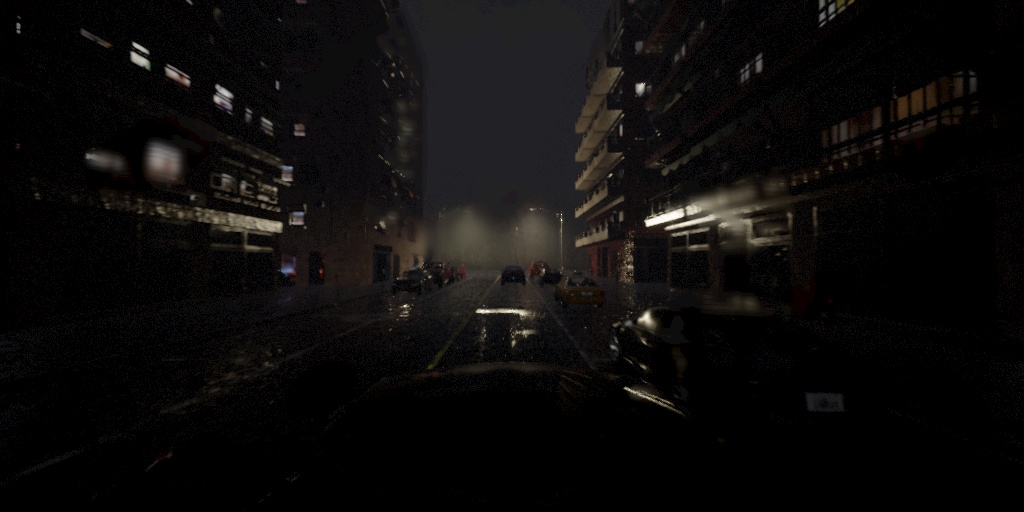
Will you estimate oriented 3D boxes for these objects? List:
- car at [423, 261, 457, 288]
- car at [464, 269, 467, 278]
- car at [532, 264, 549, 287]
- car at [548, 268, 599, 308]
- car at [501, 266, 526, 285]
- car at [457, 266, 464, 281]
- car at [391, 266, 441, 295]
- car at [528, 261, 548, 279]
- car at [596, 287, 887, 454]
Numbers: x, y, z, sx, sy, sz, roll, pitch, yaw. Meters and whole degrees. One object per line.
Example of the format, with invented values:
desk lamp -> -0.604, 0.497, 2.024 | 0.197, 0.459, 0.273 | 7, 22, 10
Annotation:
car -> -5.810, 1.329, 26.913 | 2.192, 1.841, 5.009 | 0, 0, 0
car -> -5.806, 1.714, 38.049 | 1.802, 1.307, 4.207 | 0, 0, 0
car -> 2.838, 1.564, 26.877 | 2.007, 1.370, 4.403 | 0, 0, 0
car -> 2.834, 1.422, 15.911 | 1.751, 1.417, 4.829 | 0, 0, 0
car -> 0.111, 1.518, 29.395 | 1.882, 1.535, 5.008 | 0, 0, 0
car -> -5.808, 1.639, 32.481 | 1.948, 1.339, 4.313 | 0, 0, 0
car -> -5.811, 1.506, 21.345 | 2.007, 1.370, 4.403 | 0, 0, 0
car -> 2.842, 1.446, 38.012 | 2.192, 1.841, 5.009 | 0, 0, 0
car -> 2.765, 1.353, 5.247 | 1.948, 1.339, 4.313 | 0, 0, 0
